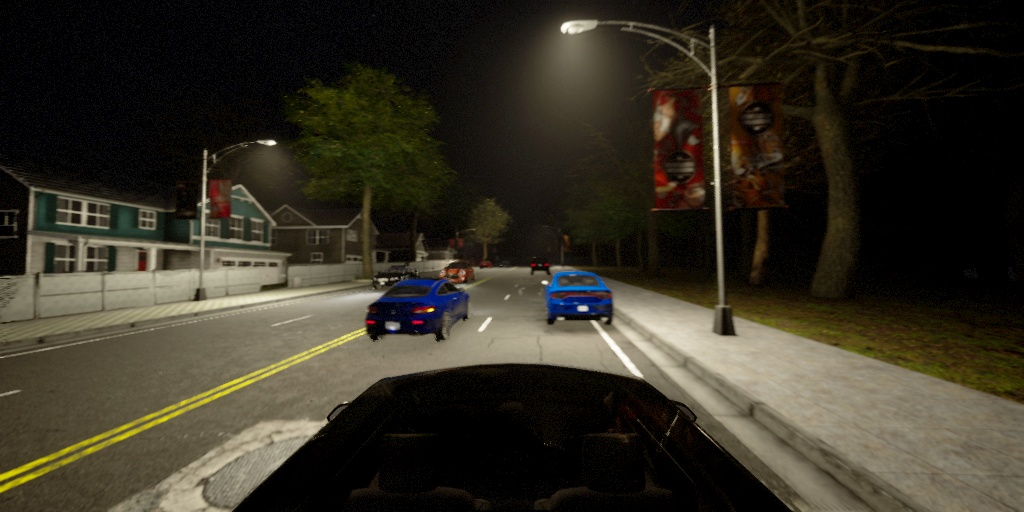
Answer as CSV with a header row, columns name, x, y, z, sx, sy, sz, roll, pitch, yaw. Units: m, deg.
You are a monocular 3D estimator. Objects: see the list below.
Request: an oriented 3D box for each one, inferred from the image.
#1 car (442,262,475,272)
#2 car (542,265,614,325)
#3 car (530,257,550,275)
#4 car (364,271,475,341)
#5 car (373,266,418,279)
name,x,y,z,sx,sy,sz,roll,pitch,yaw
car,-4.388,1.282,29.210,2.097,1.767,4.553,-1,0,4
car,2.057,1.245,11.946,1.882,1.535,5.008,-1,0,4
car,3.338,1.135,42.661,2.150,2.045,5.566,-1,0,4
car,-2.389,1.338,9.994,1.812,1.442,4.674,-1,0,4
car,-7.967,1.443,24.999,2.128,1.511,4.902,-1,0,4
